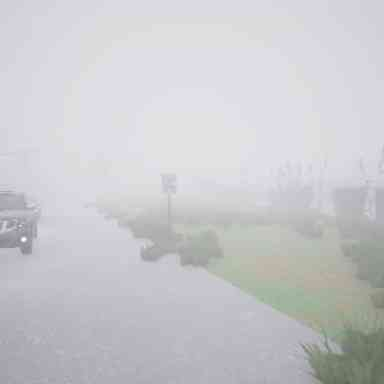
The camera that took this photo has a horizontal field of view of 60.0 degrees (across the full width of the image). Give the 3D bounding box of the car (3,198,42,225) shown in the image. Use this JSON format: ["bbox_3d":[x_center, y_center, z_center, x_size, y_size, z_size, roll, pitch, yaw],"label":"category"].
[{"bbox_3d":[-11.005,1.185,21.859,1.895,1.301,4.718,-2,2,-23],"label":"car"}]

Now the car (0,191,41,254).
[{"bbox_3d":[-6.970,1.005,12.162,2.150,2.045,5.566,-2,2,-23],"label":"car"}]
